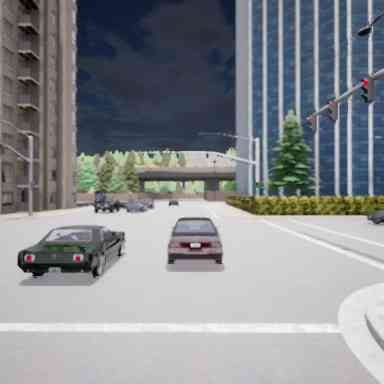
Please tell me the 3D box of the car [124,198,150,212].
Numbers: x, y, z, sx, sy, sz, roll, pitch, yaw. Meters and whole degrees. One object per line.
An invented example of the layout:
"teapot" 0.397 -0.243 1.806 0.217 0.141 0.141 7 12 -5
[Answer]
"car" -7.089 1.668 42.951 2.097 1.767 4.553 0 0 0

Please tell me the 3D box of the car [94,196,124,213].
"car" -10.594 1.531 41.979 2.150 2.045 5.566 0 0 0

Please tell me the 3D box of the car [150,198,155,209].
"car" -7.050 1.734 51.841 2.097 1.767 4.553 0 0 0

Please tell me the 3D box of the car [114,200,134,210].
"car" -10.546 1.932 52.215 2.033 1.411 5.357 0 0 1

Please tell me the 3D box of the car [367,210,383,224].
"car" 15.591 1.687 24.676 4.892 1.490 1.837 0 0 -1

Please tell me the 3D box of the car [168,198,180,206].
"car" -3.495 1.973 63.707 1.837 1.490 4.892 0 0 0

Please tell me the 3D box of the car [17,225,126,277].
"car" -3.402 1.679 10.489 1.895 1.301 4.718 0 0 0

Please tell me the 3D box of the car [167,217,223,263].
"car" 0.098 1.639 12.336 2.033 1.411 5.357 0 0 0
